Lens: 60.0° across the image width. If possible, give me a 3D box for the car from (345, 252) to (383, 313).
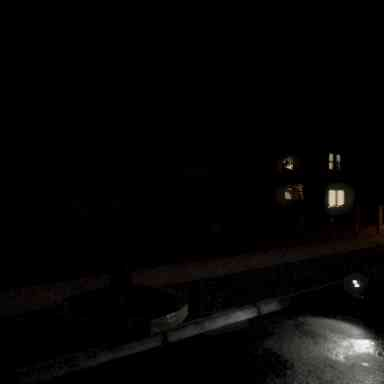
[{"bbox_3d":[5.420,1.558,6.895,5.357,1.411,2.033,0,0,-35],"label":"car"}]
